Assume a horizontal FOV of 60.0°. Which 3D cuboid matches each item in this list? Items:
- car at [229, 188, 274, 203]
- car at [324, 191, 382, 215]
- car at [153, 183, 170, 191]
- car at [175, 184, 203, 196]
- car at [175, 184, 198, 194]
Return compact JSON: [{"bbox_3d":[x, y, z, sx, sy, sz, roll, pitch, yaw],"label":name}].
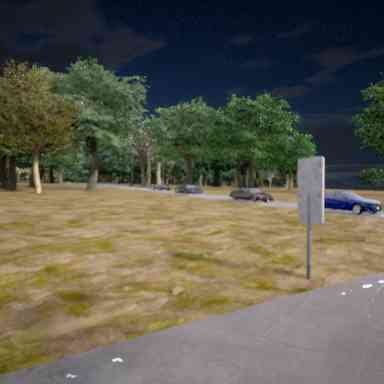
[{"bbox_3d":[5.911,0.278,33.658,2.033,1.411,5.357,1,2,-29],"label":"car"},{"bbox_3d":[11.104,0.687,24.174,1.882,1.535,5.008,1,2,-29],"label":"car"},{"bbox_3d":[-5.690,-0.984,61.378,1.994,1.385,4.181,1,2,-29],"label":"car"},{"bbox_3d":[-0.515,-0.309,45.466,2.033,1.411,5.357,1,2,-28],"label":"car"},{"bbox_3d":[-0.934,-0.544,52.787,1.994,1.385,4.181,1,2,-28],"label":"car"}]
